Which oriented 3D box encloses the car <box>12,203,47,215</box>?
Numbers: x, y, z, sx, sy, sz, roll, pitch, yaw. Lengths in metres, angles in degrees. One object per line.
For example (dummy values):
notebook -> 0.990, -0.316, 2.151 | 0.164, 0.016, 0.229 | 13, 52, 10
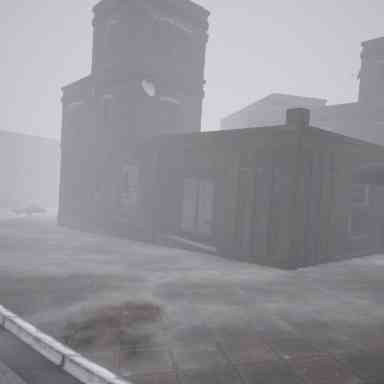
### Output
car -> -20.240, 2.106, 41.610 | 2.033, 1.411, 5.357 | 4, -2, 3
